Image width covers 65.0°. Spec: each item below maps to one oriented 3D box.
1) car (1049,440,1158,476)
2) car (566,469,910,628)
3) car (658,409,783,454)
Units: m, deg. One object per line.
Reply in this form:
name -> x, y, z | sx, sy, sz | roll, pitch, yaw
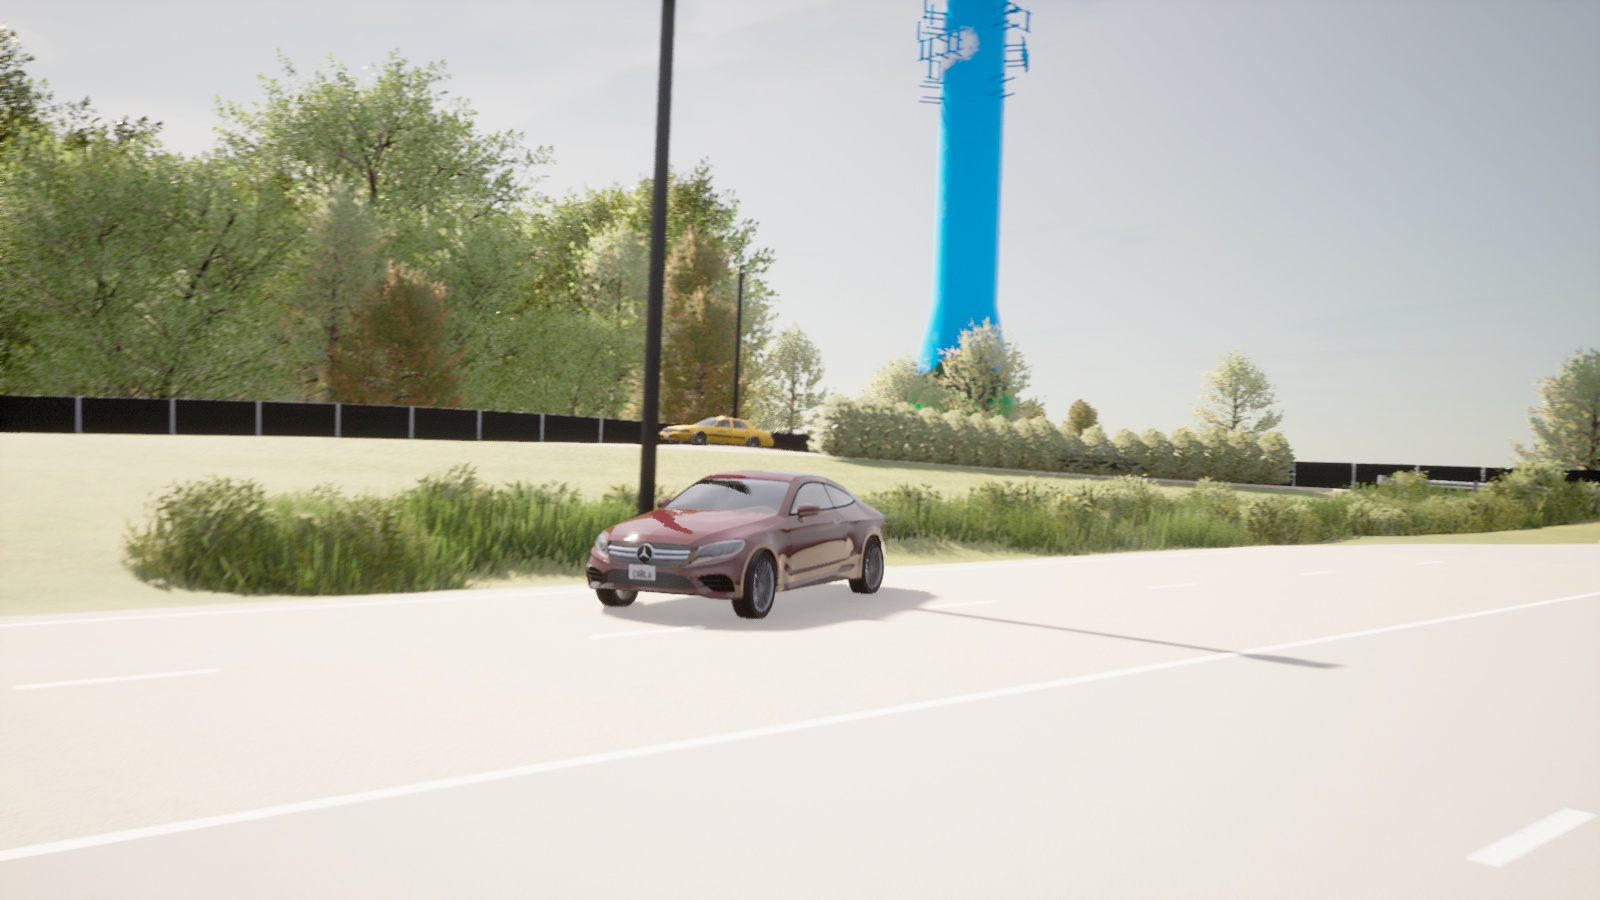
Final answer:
car -> 14.517, 0.371, 60.132 | 4.674, 1.442, 1.812 | 3, -1, -9
car -> -0.463, 0.952, 14.117 | 1.812, 1.442, 4.674 | 1, 0, 26
car -> -3.423, -0.784, 55.064 | 5.366, 1.575, 1.801 | 4, -3, -40
